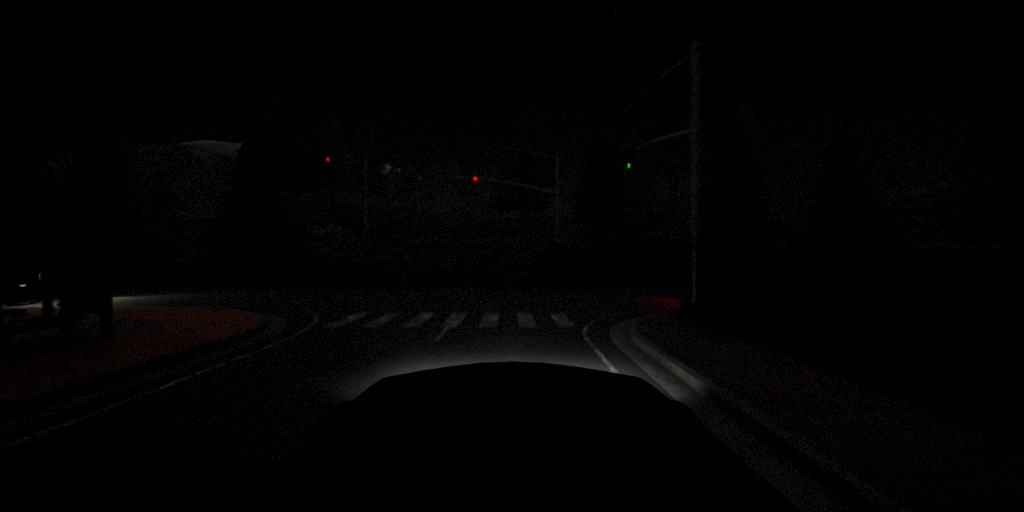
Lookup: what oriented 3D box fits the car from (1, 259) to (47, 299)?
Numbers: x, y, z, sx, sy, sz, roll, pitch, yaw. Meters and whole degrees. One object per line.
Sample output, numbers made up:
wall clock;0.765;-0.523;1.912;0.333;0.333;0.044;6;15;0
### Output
car;-23.430;0.887;15.158;5.566;2.045;2.150;0;0;0
